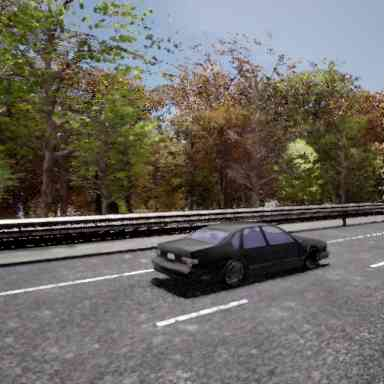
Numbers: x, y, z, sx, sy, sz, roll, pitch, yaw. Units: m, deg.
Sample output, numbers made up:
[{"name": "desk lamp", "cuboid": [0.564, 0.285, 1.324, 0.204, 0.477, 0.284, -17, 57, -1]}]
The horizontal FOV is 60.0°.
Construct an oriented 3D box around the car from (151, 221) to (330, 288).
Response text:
[{"name": "car", "cuboid": [1.552, 1.527, 9.180, 5.357, 1.411, 2.033, 0, 0, -36]}]
